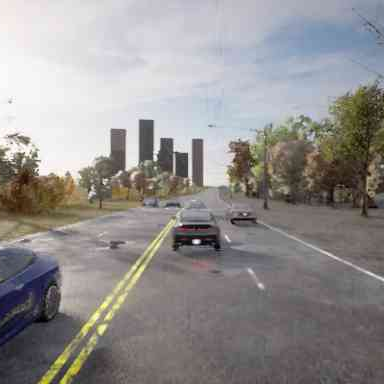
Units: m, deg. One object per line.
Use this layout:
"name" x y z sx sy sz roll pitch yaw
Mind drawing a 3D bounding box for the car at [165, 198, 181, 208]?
"car" -2.636 1.524 47.602 1.994 1.385 4.181 0 0 2

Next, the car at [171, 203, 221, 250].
"car" 0.175 1.459 14.223 1.837 1.490 4.892 0 1 0

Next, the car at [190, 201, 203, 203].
"car" 0.404 1.553 30.882 1.994 1.385 4.181 0 0 1

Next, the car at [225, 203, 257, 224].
"car" 3.557 1.536 24.648 2.033 1.411 5.357 -1 0 1

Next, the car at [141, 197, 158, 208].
"car" -5.907 1.453 47.060 2.128 1.511 4.902 0 0 2

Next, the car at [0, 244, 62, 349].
"car" -3.332 1.526 4.489 1.812 1.442 4.674 0 0 0
